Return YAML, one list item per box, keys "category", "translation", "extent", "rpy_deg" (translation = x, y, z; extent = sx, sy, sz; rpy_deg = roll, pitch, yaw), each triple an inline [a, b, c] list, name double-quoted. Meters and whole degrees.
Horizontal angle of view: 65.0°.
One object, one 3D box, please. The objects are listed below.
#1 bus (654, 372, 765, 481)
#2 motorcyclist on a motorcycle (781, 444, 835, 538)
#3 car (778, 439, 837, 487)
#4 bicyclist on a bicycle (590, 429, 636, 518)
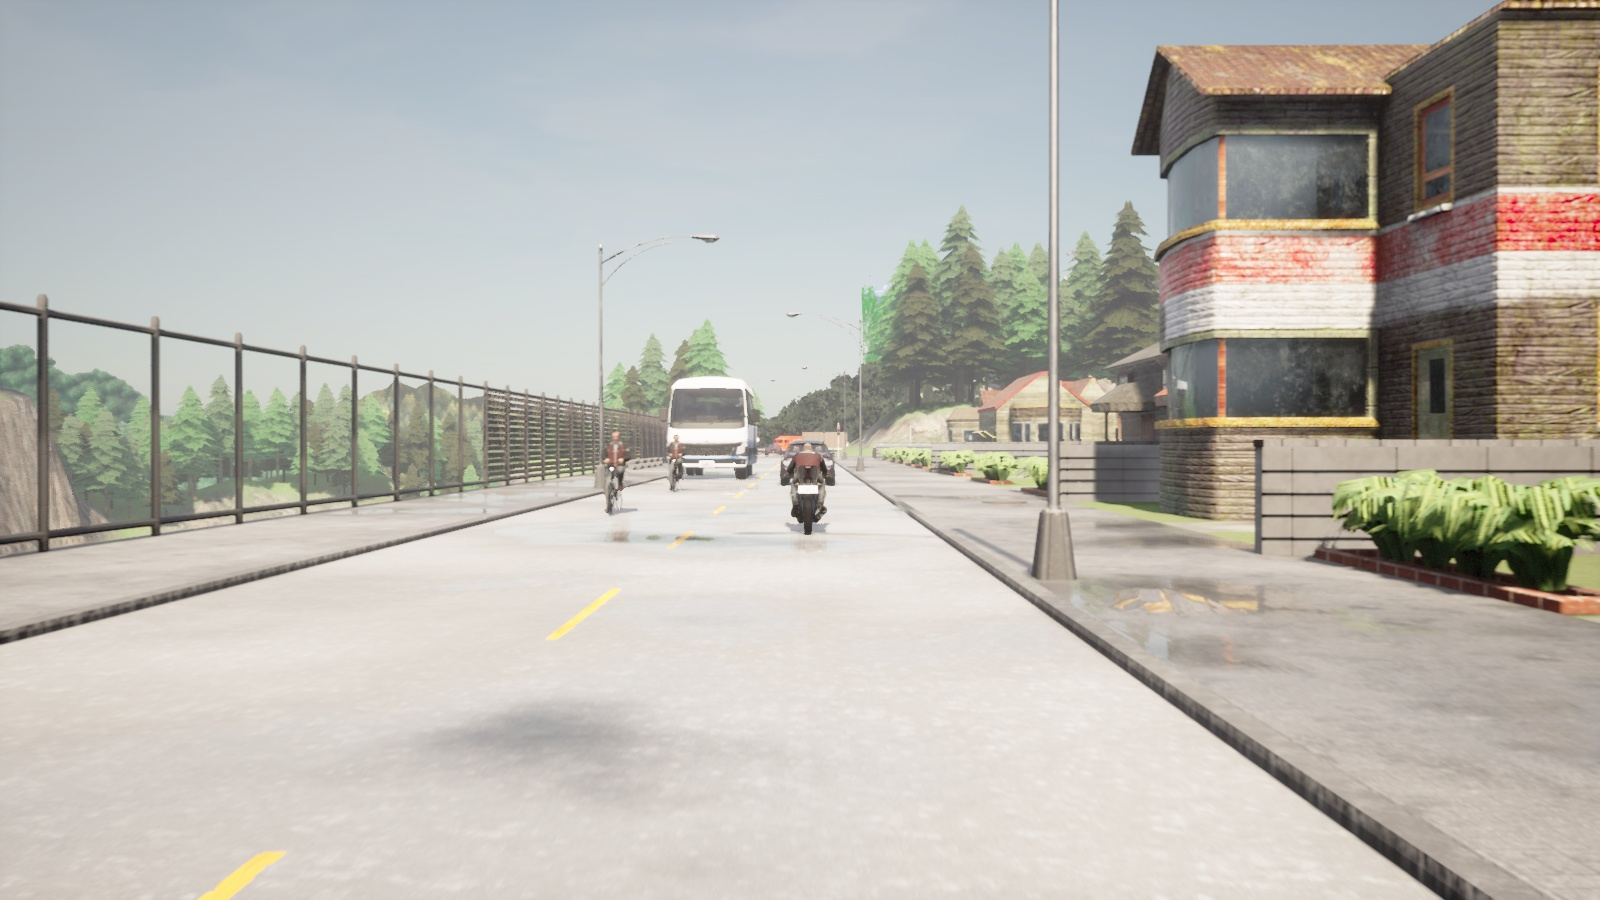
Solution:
- category: "bus"
  translation: [-3.677, -0.938, 54.125]
  extent: [3.944, 4.253, 10.273]
  rpy_deg: [0, 0, 0]
- category: "motorcyclist on a motorcycle"
  translation: [0.136, 0.661, 21.420]
  extent: [0.866, 1.530, 2.191]
  rpy_deg: [0, 0, 0]
- category: "car"
  translation: [0.275, 0.419, 45.712]
  extent: [2.033, 1.649, 4.856]
  rpy_deg: [0, 0, 0]
- category: "bicyclist on a bicycle"
  translation: [-3.838, 0.468, 25.824]
  extent: [0.659, 1.776, 1.843]
  rpy_deg: [0, 0, 0]
